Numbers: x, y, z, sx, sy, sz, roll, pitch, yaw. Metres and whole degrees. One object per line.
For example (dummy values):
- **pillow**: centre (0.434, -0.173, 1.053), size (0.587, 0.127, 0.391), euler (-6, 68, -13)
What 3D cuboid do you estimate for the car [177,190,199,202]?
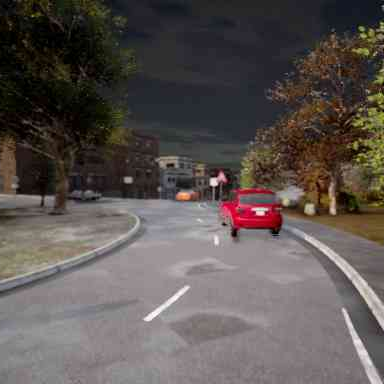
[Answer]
- **car**: centre (-0.473, 0.525, 47.257), size (2.097, 1.767, 4.553), euler (1, -2, 19)

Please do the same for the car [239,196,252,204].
- **car**: centre (13.222, 1.956, 81.631), size (2.097, 1.767, 4.553), euler (1, -2, 22)

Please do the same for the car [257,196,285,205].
- **car**: centre (14.847, 1.638, 62.480), size (4.892, 1.521, 2.231), euler (1, -2, 22)

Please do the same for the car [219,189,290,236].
- **car**: centre (2.708, 0.877, 16.352), size (2.150, 2.045, 5.566), euler (1, 2, -2)

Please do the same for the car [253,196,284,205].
- **car**: centre (13.789, 1.519, 59.941), size (5.008, 1.535, 2.097), euler (1, -2, 22)

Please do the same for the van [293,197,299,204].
- **van**: centre (24.384, 2.330, 85.355), size (4.442, 1.987, 1.878), euler (1, -1, 22)

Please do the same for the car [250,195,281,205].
- **car**: centre (12.741, 1.399, 57.396), size (4.892, 1.521, 2.231), euler (1, -2, 22)

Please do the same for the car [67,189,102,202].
- **car**: centre (-13.527, 0.398, 40.504), size (5.357, 1.411, 2.033), euler (1, 2, 27)

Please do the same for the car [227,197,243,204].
- **car**: centre (9.408, 1.854, 72.372), size (2.128, 1.511, 4.902), euler (1, -2, 22)

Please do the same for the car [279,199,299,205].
- **car**: centre (26.362, 2.718, 90.492), size (4.892, 1.521, 2.231), euler (1, -1, 22)

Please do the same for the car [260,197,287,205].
- **car**: centre (15.913, 1.784, 65.012), size (4.792, 1.488, 2.163), euler (1, -2, 22)

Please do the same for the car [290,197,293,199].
- **car**: centre (19.004, 1.956, 72.675), size (4.553, 1.767, 2.185), euler (1, -2, 22)

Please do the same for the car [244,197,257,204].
- **car**: centre (12.570, 1.942, 71.517), size (1.994, 1.385, 4.181), euler (1, -2, 22)
